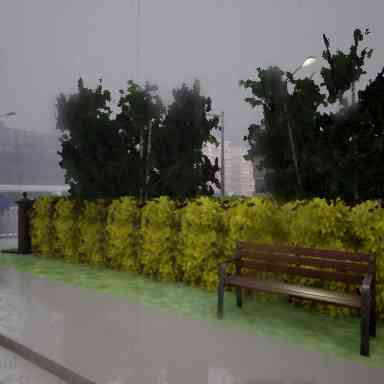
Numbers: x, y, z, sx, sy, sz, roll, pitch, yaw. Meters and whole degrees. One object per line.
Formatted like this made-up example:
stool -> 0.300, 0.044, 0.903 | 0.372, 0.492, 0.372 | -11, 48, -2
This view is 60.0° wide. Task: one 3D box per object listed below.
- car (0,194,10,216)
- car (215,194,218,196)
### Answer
car -> -19.775, 1.210, 30.580 | 2.150, 2.045, 5.566 | 0, 0, 35
car -> 4.076, 0.763, 64.464 | 1.882, 1.535, 5.008 | 0, 1, 35
